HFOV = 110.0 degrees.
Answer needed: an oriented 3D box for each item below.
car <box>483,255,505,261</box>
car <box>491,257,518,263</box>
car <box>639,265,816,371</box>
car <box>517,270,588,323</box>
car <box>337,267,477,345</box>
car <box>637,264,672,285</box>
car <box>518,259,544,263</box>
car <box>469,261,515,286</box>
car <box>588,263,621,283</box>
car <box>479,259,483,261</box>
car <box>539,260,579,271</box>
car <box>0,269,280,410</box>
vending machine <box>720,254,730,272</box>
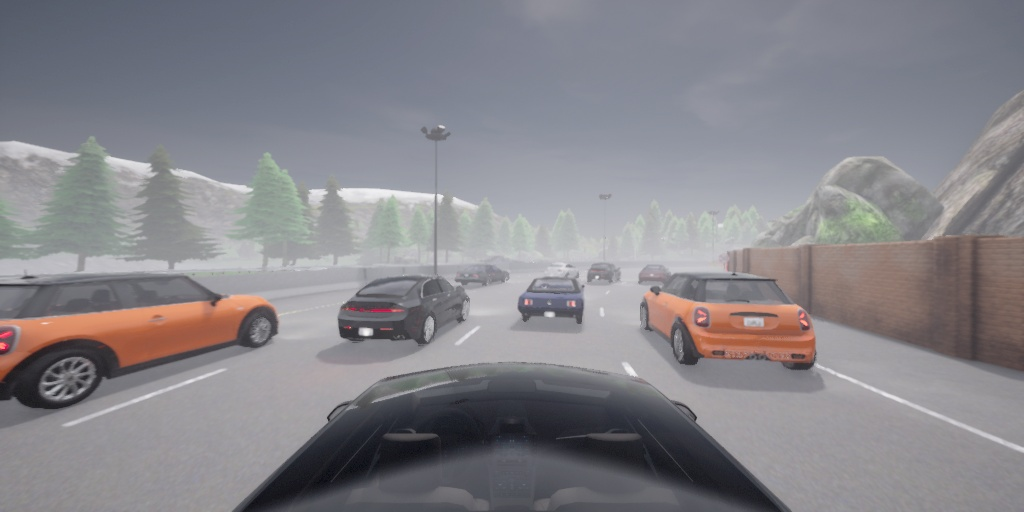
[{"bbox_3d":[-1.810,1.046,57.475,2.097,1.767,4.553,0,0,42],"label":"car"},{"bbox_3d":[-0.146,1.251,54.217,2.033,1.411,5.357,0,0,41],"label":"car"},{"bbox_3d":[4.334,1.117,8.042,2.097,1.767,4.553,0,0,9],"label":"car"},{"bbox_3d":[1.520,1.349,12.229,1.895,1.301,4.718,0,0,12],"label":"car"},{"bbox_3d":[-2.530,1.238,9.515,1.837,1.490,4.892,0,1,9],"label":"car"},{"bbox_3d":[11.003,1.345,27.527,1.994,1.385,4.181,0,0,28],"label":"car"},{"bbox_3d":[3.693,1.216,53.149,2.128,1.511,4.902,0,0,43],"label":"car"},{"bbox_3d":[-1.922,1.269,24.806,2.033,1.411,5.357,0,0,22],"label":"car"},{"bbox_3d":[7.218,1.268,27.861,1.837,1.490,4.892,0,0,27],"label":"car"},{"bbox_3d":[-3.321,0.902,61.016,2.150,2.045,5.566,0,0,43],"label":"car"},{"bbox_3d":[4.140,1.272,29.529,1.812,1.442,4.674,0,0,27],"label":"car"},{"bbox_3d":[-6.522,1.066,6.344,2.097,1.767,4.553,0,0,7],"label":"car"},{"bbox_3d":[18.948,1.012,31.096,1.100,2.100,0.880,0,0,37],"label":"vending machine"}]
